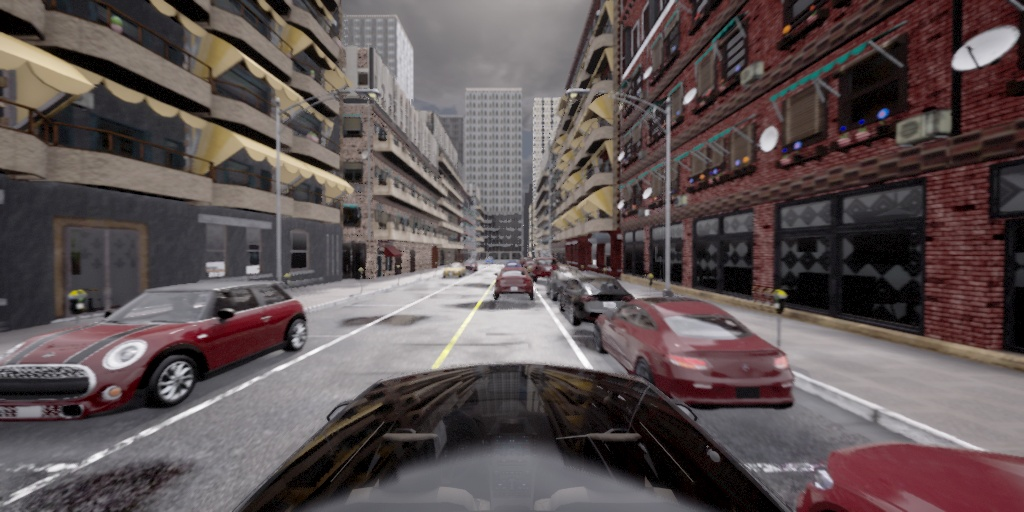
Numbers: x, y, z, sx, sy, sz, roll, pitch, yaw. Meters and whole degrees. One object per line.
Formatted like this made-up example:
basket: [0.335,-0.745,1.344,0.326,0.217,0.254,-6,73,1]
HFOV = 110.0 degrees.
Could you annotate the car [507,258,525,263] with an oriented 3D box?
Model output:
car: [0.108,1.257,37.288,1.812,1.442,4.674,0,0,0]

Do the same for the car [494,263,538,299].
car: [0.091,1.267,17.934,1.812,1.442,4.674,0,0,0]

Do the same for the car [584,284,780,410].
car: [2.566,1.330,5.963,1.802,1.307,4.207,0,0,0]

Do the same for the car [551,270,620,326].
car: [2.567,1.311,11.511,1.948,1.339,4.313,0,0,0]

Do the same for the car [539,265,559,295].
car: [2.568,1.293,17.060,2.007,1.370,4.403,0,0,0]

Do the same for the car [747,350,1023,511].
car: [2.564,1.332,0.413,1.802,1.307,4.207,0,0,0]

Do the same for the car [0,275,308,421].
car: [-5.315,1.188,5.943,1.967,1.591,4.097,0,0,0]

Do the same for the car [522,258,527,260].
car: [2.576,1.306,50.354,1.802,1.307,4.207,0,0,0]

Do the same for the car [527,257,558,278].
car: [2.571,1.051,28.158,2.192,1.841,5.009,0,0,0]

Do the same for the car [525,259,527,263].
car: [2.574,1.256,39.426,1.751,1.417,4.829,0,0,0]

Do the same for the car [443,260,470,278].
car: [-5.308,1.259,33.519,1.751,1.417,4.829,0,0,0]

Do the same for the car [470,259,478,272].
car: [-5.306,1.167,44.787,1.967,1.591,4.097,0,0,0]
